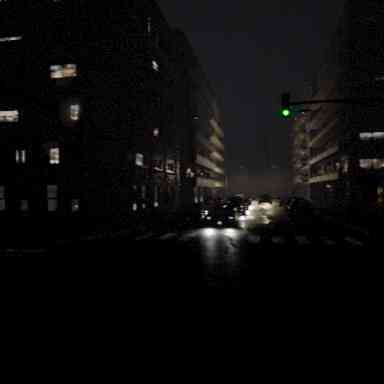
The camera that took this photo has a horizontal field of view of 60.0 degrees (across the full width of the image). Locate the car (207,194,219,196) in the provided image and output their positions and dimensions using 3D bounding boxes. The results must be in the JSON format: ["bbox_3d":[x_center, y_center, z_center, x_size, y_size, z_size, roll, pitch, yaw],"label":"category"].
[{"bbox_3d":[2.480,1.175,36.869,2.192,1.841,5.009,0,0,12],"label":"car"}]

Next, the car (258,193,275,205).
[{"bbox_3d":[11.594,1.108,52.688,2.097,1.767,4.553,0,0,12],"label":"car"}]

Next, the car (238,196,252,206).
[{"bbox_3d":[8.245,1.380,51.330,1.895,1.301,4.718,0,0,12],"label":"car"}]

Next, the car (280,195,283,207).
[{"bbox_3d":[10.685,1.259,35.160,1.967,1.590,4.097,0,0,12],"label":"car"}]

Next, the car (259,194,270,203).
[{"bbox_3d":[13.608,1.192,62.346,1.882,1.535,5.008,0,0,12],"label":"car"}]

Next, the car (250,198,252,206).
[{"bbox_3d":[6.125,1.425,41.211,1.895,1.301,4.718,0,0,12],"label":"car"}]

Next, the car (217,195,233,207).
[{"bbox_3d":[4.801,1.250,47.995,1.967,1.590,4.097,0,0,12],"label":"car"}]

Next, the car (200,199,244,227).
[{"bbox_3d":[2.181,1.459,22.634,2.033,1.411,5.357,0,0,11],"label":"car"}]

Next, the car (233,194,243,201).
[{"bbox_3d":[10.601,1.241,75.808,2.008,1.369,4.403,0,0,12],"label":"car"}]

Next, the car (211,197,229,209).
[{"bbox_3d":[3.607,1.361,42.266,1.752,1.417,4.829,0,0,12],"label":"car"}]

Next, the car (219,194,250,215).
[{"bbox_3d":[4.116,1.220,31.915,2.097,1.767,4.553,0,0,12],"label":"car"}]

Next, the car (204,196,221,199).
[{"bbox_3d":[1.287,1.412,31.140,1.752,1.417,4.829,0,0,12],"label":"car"}]

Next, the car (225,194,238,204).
[{"bbox_3d":[7.121,1.201,59.121,1.967,1.590,4.097,0,0,12],"label":"car"}]

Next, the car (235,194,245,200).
[{"bbox_3d":[11.761,1.218,81.371,2.008,1.369,4.403,0,0,12],"label":"car"}]

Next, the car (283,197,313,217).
[{"bbox_3d":[9.525,1.285,29.598,1.967,1.590,4.097,0,0,12],"label":"car"}]

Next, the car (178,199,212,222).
[{"bbox_3d":[0.162,1.478,25.744,1.947,1.339,4.313,0,0,12],"label":"car"}]

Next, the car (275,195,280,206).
[{"bbox_3d":[13.006,1.351,46.286,1.802,1.307,4.206,0,0,12],"label":"car"}]
